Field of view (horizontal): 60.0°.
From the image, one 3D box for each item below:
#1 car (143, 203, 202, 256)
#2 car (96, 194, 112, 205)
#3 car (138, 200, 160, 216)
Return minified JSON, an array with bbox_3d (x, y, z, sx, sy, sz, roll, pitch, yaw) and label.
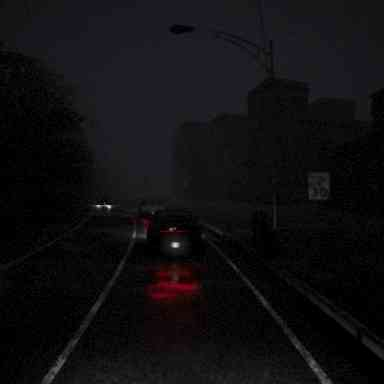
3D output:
[{"bbox_3d":[-0.761,1.373,12.628,1.837,1.490,4.892,0,0,-6],"label":"car"},{"bbox_3d":[-11.654,0.915,43.860,2.033,1.411,5.357,1,1,-18],"label":"car"},{"bbox_3d":[-3.603,1.304,28.671,1.895,1.301,4.718,1,0,-14],"label":"car"}]
